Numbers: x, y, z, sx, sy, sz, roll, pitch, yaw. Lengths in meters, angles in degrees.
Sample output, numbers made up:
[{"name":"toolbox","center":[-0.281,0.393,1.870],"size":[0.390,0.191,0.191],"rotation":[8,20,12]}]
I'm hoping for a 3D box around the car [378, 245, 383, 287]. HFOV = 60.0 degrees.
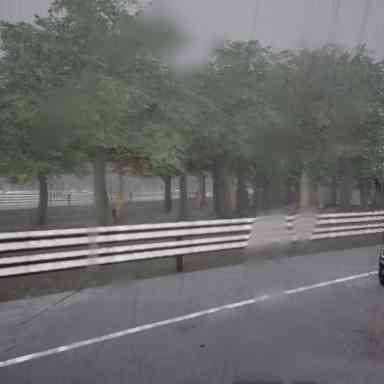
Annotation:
[{"name":"car","center":[6.409,1.325,7.644],"size":[4.553,1.767,2.097],"rotation":[0,0,-31]}]
